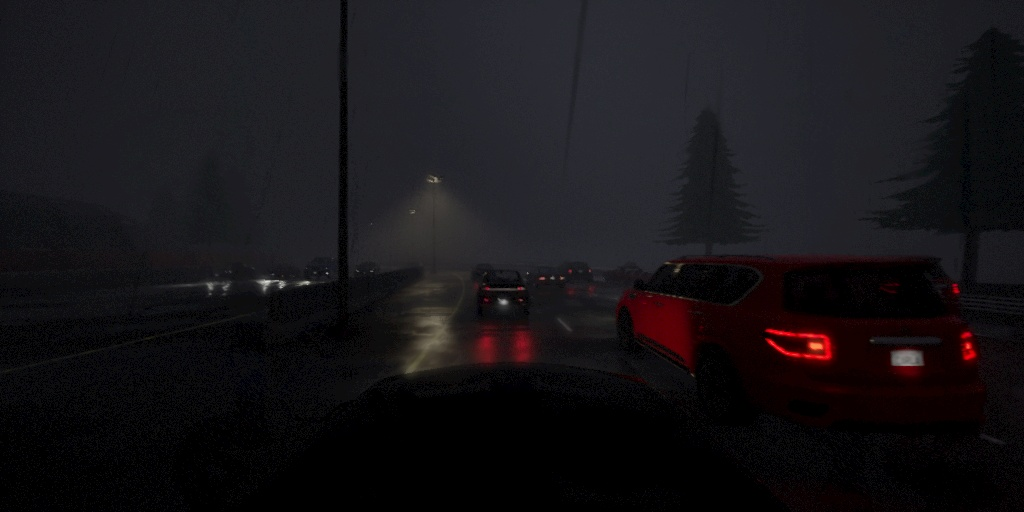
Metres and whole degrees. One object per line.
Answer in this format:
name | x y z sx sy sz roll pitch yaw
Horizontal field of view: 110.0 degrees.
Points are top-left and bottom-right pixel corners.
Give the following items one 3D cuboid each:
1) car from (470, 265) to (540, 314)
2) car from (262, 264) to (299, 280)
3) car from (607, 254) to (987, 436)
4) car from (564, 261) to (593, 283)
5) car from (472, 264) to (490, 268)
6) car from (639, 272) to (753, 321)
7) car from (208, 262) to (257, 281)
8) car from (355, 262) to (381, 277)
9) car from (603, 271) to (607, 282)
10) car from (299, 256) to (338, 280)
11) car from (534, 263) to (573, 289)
car | -0.395 1.286 13.910 2.128 1.511 4.902 0 0 -3
car | -20.817 1.395 32.578 1.994 1.385 4.181 0 0 -12
car | 3.465 0.994 5.866 2.150 2.045 5.566 0 0 -1
car | 4.874 1.207 29.202 2.097 1.767 4.553 0 0 -9
car | -2.459 1.377 30.803 1.812 1.442 4.674 0 0 -10
car | 6.624 1.366 13.535 1.994 1.385 4.181 0 0 -3
car | -24.074 1.313 31.095 2.128 1.511 4.902 0 0 -12
car | -14.394 1.358 36.051 1.837 1.490 4.892 0 0 -13
car | 8.680 1.456 27.544 1.895 1.301 4.718 0 0 -8
car | -17.362 1.059 33.283 2.150 2.045 5.566 0 0 -12
car | 2.134 1.380 23.749 2.033 1.411 5.357 0 0 -7
